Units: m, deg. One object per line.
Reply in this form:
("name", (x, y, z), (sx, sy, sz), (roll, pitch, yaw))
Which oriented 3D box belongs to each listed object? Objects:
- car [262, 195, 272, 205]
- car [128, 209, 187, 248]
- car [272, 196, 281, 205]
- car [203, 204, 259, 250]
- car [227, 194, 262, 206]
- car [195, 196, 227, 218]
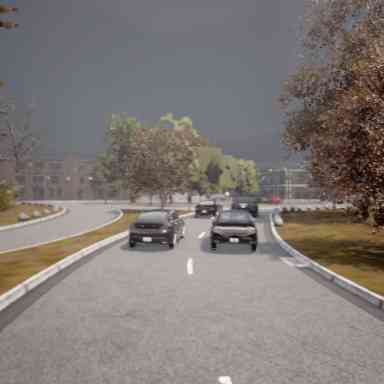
("car", (14.620, 1.887, 73.461), (2.097, 1.767, 4.553), (1, -1, -37))
("car", (-1.423, 1.510, 14.905), (1.837, 1.490, 4.892), (1, 1, 6))
("car", (17.405, 1.806, 75.240), (2.150, 2.045, 5.566), (1, -1, -37))
("car", (1.812, 1.538, 14.600), (2.128, 1.511, 4.902), (1, 0, 6))
("car", (4.646, 1.236, 28.808), (2.150, 2.045, 5.566), (1, 0, 13))
("car", (1.608, 1.460, 29.999), (1.882, 1.535, 5.008), (1, 0, 14))
